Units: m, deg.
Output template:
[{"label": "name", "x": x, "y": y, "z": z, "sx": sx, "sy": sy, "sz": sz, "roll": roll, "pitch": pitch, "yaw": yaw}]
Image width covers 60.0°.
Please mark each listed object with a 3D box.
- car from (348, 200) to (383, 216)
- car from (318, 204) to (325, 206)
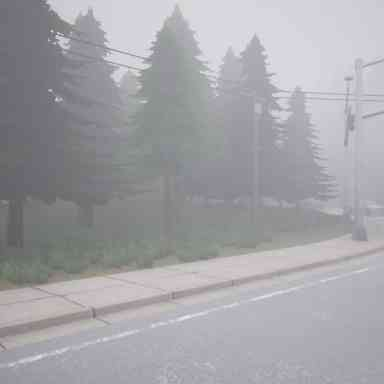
[{"label": "car", "x": 17.232, "y": 1.526, "z": 32.822, "sx": 1.812, "sy": 1.442, "sz": 4.674, "roll": 0, "pitch": 0, "yaw": -5}, {"label": "car", "x": 14.700, "y": 1.505, "z": 42.522, "sx": 1.837, "sy": 1.490, "sz": 4.892, "roll": 0, "pitch": 0, "yaw": -26}]
